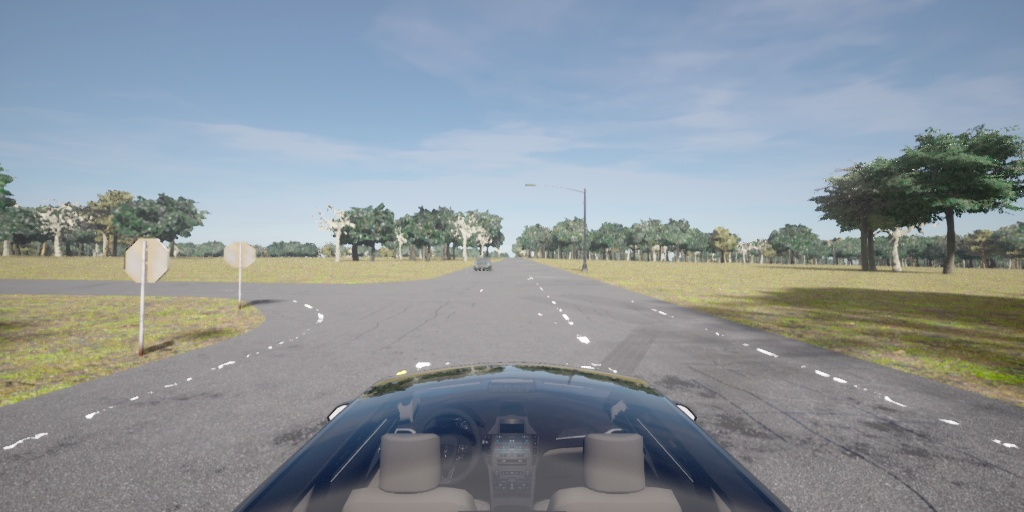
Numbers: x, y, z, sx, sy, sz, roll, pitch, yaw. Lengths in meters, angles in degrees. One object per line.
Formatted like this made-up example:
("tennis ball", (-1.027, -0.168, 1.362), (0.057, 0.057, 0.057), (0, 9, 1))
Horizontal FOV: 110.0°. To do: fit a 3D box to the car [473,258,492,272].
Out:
("car", (-3.577, 0.985, 44.520), (2.097, 1.767, 4.553), (0, 0, 0))
